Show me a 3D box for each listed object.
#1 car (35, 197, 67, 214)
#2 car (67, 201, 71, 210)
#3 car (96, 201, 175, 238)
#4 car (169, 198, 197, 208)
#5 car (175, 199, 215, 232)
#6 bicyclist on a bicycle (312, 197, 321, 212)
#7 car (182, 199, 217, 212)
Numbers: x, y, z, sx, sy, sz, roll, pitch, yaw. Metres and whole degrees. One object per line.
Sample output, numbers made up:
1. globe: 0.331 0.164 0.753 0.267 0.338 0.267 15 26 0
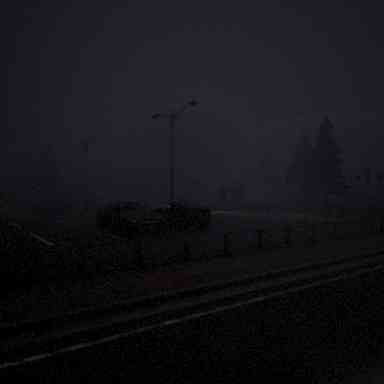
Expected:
1. car: -14.089 1.402 32.637 1.970 1.475 3.806 0 0 -36
2. car: -16.014 1.398 40.399 1.845 1.501 3.633 0 0 -36
3. car: -3.286 1.347 17.415 2.152 1.636 5.027 0 0 -36
4. car: -1.421 1.665 50.031 1.895 1.301 4.718 0 0 -36
5. car: -0.773 1.364 19.293 2.007 1.523 4.514 0 0 -36
6. bicyclist on a bicycle: 13.568 1.373 36.220 1.656 1.620 0.582 0 0 -36
7. car: 0.878 1.581 40.863 1.812 1.442 4.674 0 0 -37
